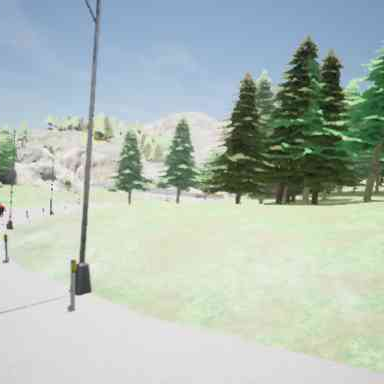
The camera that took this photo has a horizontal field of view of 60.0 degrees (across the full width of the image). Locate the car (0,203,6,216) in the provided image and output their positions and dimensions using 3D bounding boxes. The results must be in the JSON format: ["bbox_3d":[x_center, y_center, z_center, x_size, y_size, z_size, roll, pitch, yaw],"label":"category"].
[{"bbox_3d":[-22.252,1.662,36.175,2.150,2.045,5.566,4,-1,-9],"label":"car"}]
